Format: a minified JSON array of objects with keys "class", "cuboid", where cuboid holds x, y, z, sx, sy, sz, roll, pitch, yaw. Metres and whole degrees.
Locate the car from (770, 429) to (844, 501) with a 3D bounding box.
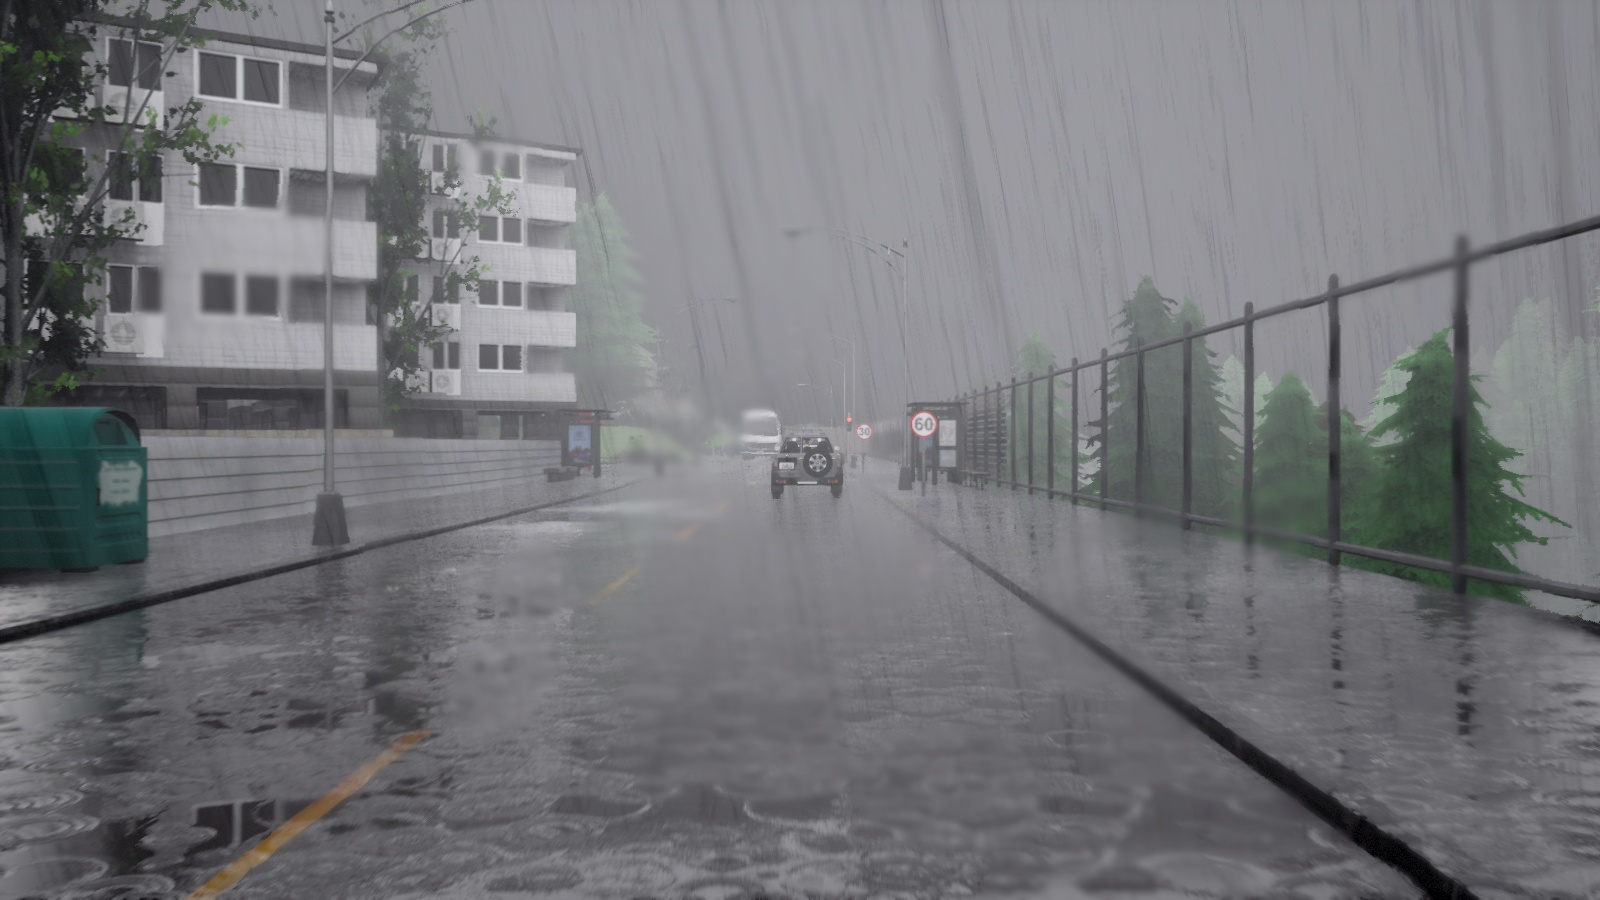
[{"class":"car","cuboid":[0.203,0.367,34.977,1.932,1.855,4.605,0,1,0]}]
